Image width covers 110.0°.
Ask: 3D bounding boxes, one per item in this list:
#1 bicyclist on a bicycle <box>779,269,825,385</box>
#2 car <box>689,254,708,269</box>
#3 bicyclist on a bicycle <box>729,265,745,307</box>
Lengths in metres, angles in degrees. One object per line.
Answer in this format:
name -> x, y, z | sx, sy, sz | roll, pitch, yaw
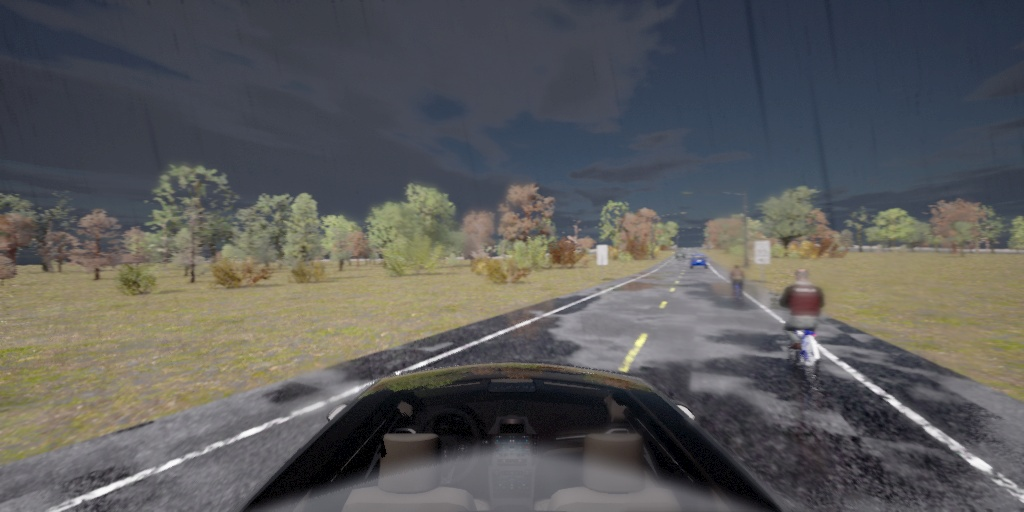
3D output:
bicyclist on a bicycle -> 4.812, 1.090, 5.998 | 0.659, 1.776, 1.843 | -1, 0, 27
car -> 27.269, 0.761, 52.414 | 2.150, 2.045, 5.566 | -1, 1, 27
bicyclist on a bicycle -> 9.056, 1.178, 14.402 | 0.582, 1.620, 1.656 | -1, -1, 27
